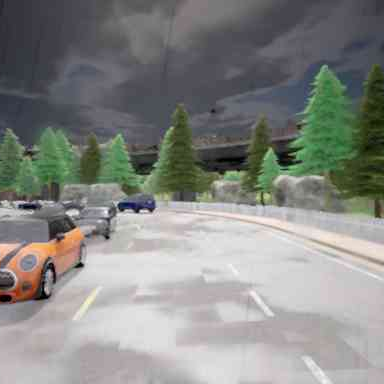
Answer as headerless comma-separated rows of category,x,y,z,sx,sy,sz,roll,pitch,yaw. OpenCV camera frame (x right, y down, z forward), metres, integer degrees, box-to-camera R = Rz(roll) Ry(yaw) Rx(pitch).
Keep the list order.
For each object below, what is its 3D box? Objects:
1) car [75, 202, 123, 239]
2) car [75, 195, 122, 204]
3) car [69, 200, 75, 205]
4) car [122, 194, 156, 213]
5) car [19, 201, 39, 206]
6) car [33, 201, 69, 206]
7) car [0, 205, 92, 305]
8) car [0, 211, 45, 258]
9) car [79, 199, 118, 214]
car,-5.050,1.546,17.467,2.128,1.511,4.902,-1,0,-8
car,-7.881,1.306,27.583,2.150,2.045,5.566,-1,0,-28
car,-15.631,1.733,45.630,4.181,1.385,1.994,-1,0,27
car,-6.296,1.289,37.886,2.150,2.045,5.566,-1,0,-41
car,-20.651,1.823,44.056,4.718,1.301,1.895,-1,0,22
car,-9.891,1.611,23.542,1.837,1.490,4.892,-1,0,-22
car,-4.167,1.397,8.365,2.097,1.767,4.553,-1,0,-5
car,-7.974,1.634,13.486,2.033,1.411,5.357,-1,0,-4
car,-10.546,1.606,37.288,2.128,1.511,4.902,-1,0,-45
